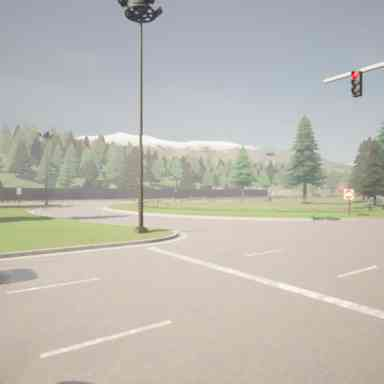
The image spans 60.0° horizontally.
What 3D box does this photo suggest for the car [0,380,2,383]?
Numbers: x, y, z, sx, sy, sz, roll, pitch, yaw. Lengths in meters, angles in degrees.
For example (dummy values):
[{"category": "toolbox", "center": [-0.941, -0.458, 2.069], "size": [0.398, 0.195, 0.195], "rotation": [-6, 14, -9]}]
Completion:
[{"category": "car", "center": [-3.314, 1.354, 1.380], "size": [4.553, 1.767, 2.097], "rotation": [0, 0, -36]}]
